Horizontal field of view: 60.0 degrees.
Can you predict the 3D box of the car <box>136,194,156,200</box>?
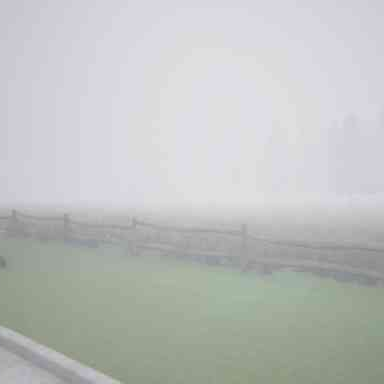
[{"bbox_3d":[-10.198,1.334,73.331,4.605,1.855,1.932,0,0,35],"label":"car"}]
